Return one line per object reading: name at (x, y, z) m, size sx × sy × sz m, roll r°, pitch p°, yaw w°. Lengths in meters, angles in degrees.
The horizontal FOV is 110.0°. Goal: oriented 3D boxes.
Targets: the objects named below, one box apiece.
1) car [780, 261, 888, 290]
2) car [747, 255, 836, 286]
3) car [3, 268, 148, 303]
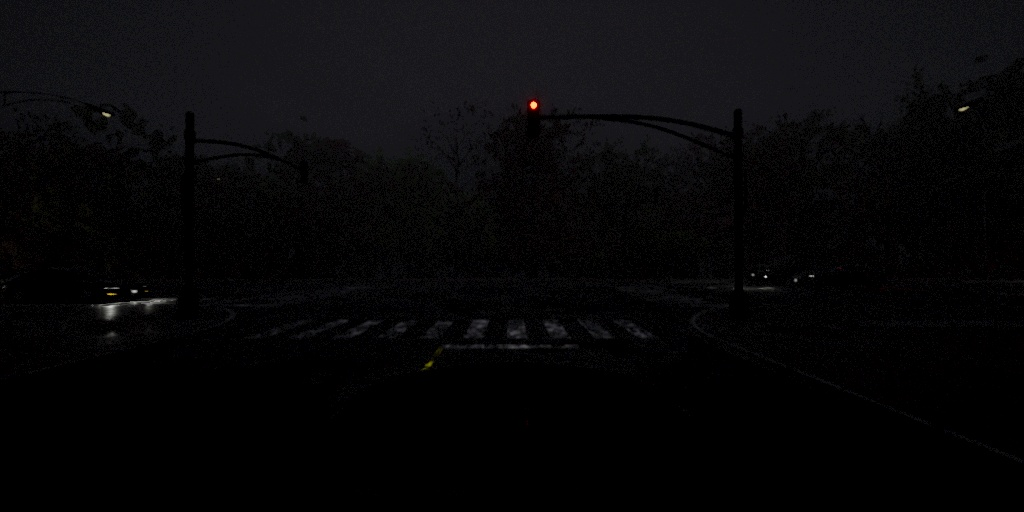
car at (19.539, 1.191, 21.551) m, size 4.902 × 1.511 × 2.128 m, roll 0°, pitch -1°, yaw 1°
car at (19.460, 0.955, 24.804) m, size 5.566 × 2.045 × 2.150 m, roll 0°, pitch -1°, yaw 1°
car at (-18.657, 1.255, 15.448) m, size 4.892 × 1.490 × 1.837 m, roll 0°, pitch -1°, yaw 1°
